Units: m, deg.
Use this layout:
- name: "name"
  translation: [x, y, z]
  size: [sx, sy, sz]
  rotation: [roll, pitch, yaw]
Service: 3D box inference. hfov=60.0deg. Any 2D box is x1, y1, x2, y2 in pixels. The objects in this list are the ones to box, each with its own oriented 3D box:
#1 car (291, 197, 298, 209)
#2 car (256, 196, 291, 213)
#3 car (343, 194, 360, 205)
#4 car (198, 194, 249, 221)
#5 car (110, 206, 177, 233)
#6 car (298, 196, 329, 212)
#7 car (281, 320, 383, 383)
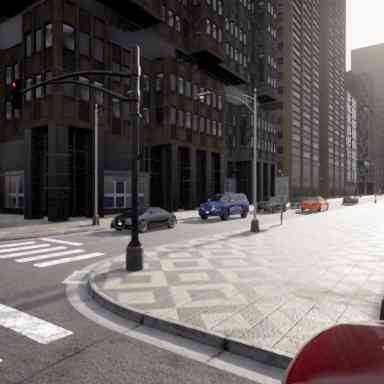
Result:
- name: "car"
  translation: [14.358, 1.385, 43.664]
  size: [2.128, 1.511, 4.902]
  rotation: [0, 0, 35]
- name: "car"
  translation: [8.379, 1.269, 35.254]
  size: [2.097, 1.767, 4.553]
  rotation: [0, 0, 35]
- name: "car"
  translation: [26.343, 1.349, 55.170]
  size: [2.128, 1.511, 4.902]
  rotation: [0, 0, 35]
- name: "car"
  translation: [2.748, 1.160, 27.296]
  size: [2.150, 2.045, 5.566]
  rotation: [0, 0, 35]
- name: "car"
  translation: [-2.732, 1.524, 19.527]
  size: [1.994, 1.385, 4.181]
  rotation: [0, 0, 35]
- name: "car"
  translation: [14.054, 1.265, 37.762]
  size: [2.097, 1.767, 4.553]
  rotation: [0, 0, 35]
- name: "car"
  translation: [2.705, 1.315, 1.032]
  size: [5.009, 1.841, 2.192]
  rotation: [0, 0, 35]
